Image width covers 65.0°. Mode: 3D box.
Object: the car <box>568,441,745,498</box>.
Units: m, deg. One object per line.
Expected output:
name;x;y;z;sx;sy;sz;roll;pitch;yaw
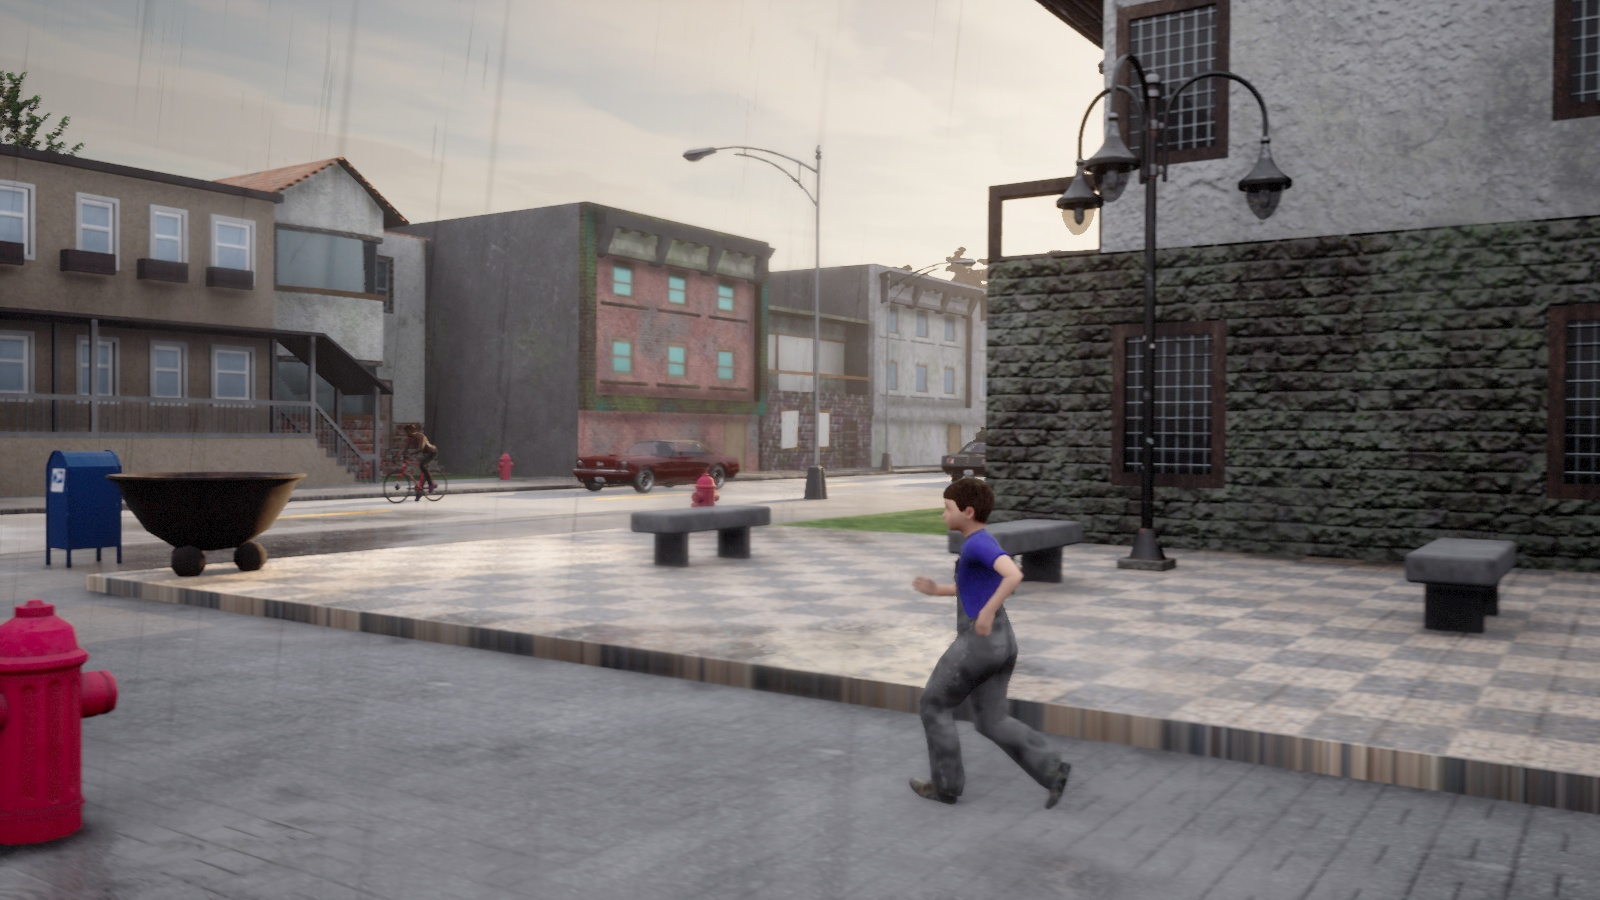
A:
car;-3.593;0.456;32.348;1.895;1.301;4.718;0;1;34

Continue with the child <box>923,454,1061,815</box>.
child;0.708;0.649;4.614;0.437;1.263;0.270;0;1;24

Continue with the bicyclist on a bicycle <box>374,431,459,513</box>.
bicyclist on a bicycle;-7.905;0.435;25.927;0.582;1.620;1.656;0;1;33

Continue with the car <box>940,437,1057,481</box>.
car;6.413;0.253;40.116;1.895;1.301;4.718;0;1;34
